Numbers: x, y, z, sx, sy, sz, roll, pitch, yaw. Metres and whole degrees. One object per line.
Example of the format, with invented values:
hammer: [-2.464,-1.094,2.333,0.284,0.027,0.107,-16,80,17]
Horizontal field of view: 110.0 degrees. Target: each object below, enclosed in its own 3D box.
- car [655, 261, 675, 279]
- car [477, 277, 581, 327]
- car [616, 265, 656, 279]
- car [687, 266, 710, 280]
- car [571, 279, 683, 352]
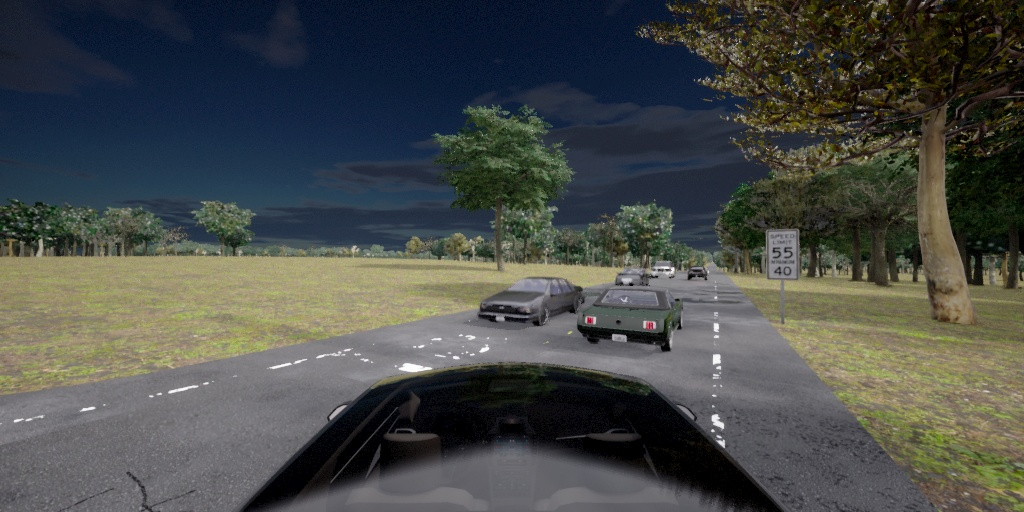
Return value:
car: [17.626,1.589,41.682,2.150,2.045,5.566,0,-1,30]
car: [0.978,1.434,12.525,2.033,1.411,5.357,0,-1,30]
car: [9.061,1.611,26.769,2.128,1.511,4.902,0,-1,30]
car: [20.316,1.848,39.181,1.837,1.490,4.892,0,-1,30]
car: [3.334,1.449,9.383,1.895,1.301,4.718,0,-1,30]
